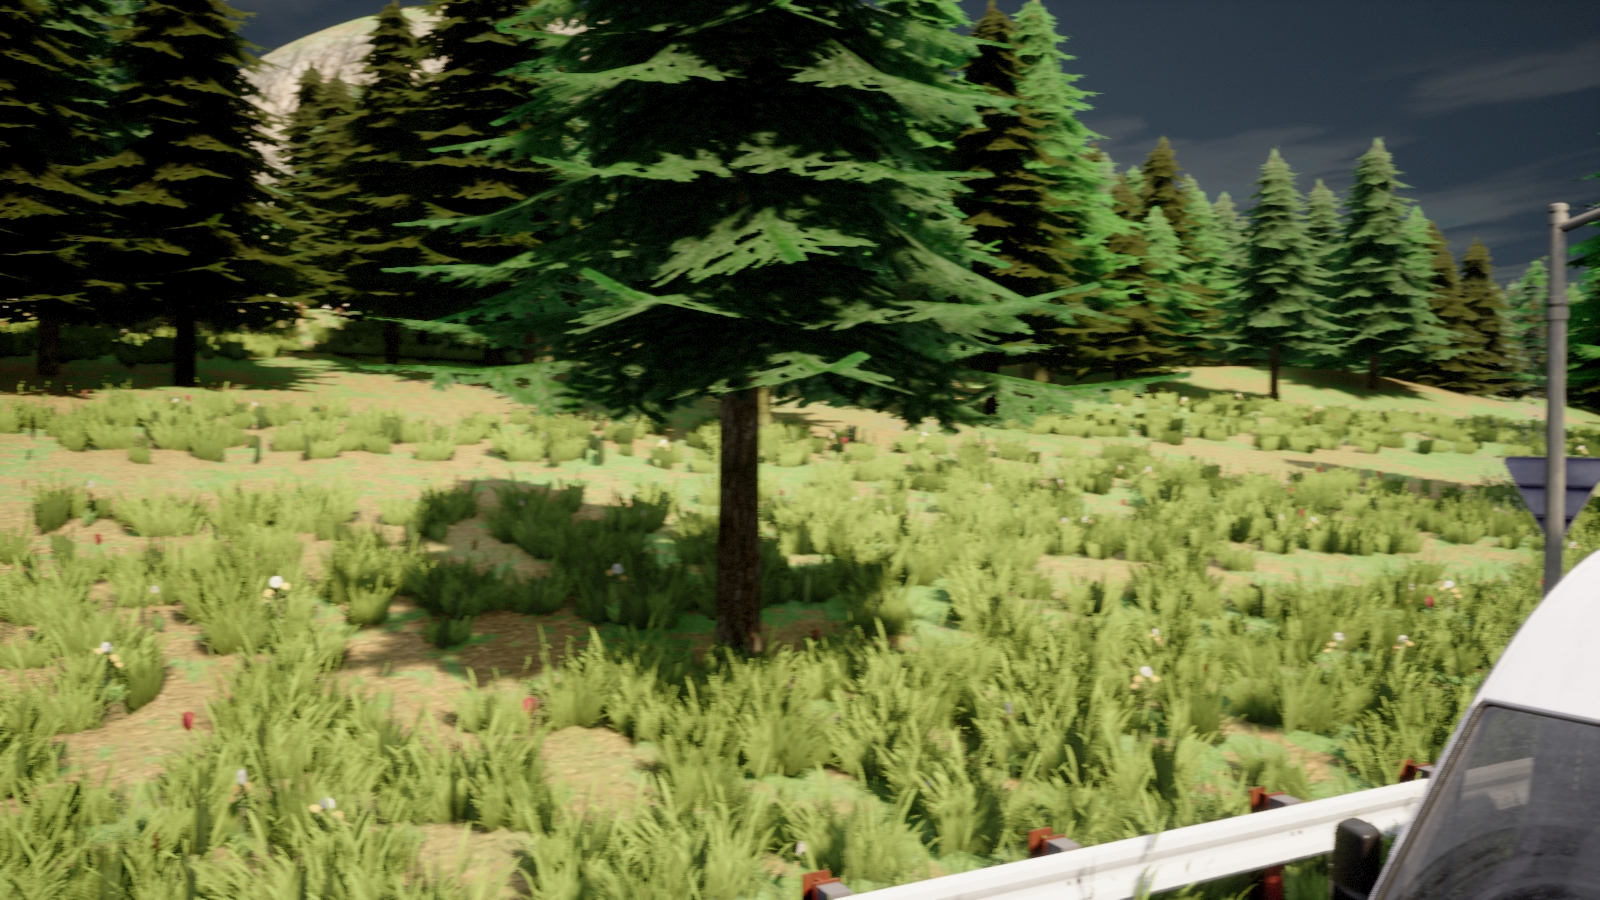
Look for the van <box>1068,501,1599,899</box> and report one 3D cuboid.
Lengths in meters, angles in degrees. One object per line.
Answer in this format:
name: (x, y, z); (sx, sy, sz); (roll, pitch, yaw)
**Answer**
van: (3.630, 1.483, 3.582); (5.915, 2.561, 1.988); (0, 0, -35)
